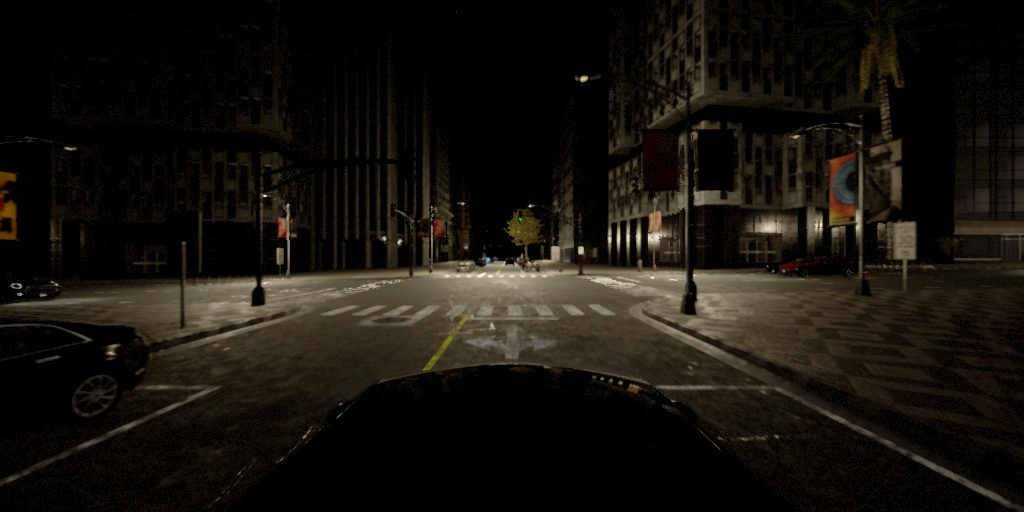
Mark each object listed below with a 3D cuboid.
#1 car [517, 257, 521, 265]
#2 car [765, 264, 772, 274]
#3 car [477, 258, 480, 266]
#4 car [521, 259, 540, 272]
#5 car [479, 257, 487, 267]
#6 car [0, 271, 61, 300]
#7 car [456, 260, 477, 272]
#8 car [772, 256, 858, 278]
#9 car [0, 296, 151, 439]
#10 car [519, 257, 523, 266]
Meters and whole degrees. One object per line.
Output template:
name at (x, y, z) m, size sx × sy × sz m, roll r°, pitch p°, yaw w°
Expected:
car at (2.426, 1.337, 61.610) m, size 2.007 × 1.370 × 4.403 m, roll 0°, pitch 0°, yaw -1°
car at (23.963, 0.904, 29.913) m, size 4.718 × 1.301 × 1.895 m, roll -1°, pitch 0°, yaw 0°
car at (-5.997, 1.327, 50.196) m, size 2.007 × 1.370 × 4.403 m, roll 0°, pitch 0°, yaw -1°
car at (2.573, 1.324, 45.277) m, size 2.007 × 1.370 × 4.403 m, roll 0°, pitch 0°, yaw -1°
car at (-6.128, 1.355, 64.767) m, size 1.948 × 1.339 × 4.313 m, roll 0°, pitch 0°, yaw -1°
car at (-27.975, 1.605, 19.669) m, size 4.553 × 1.767 × 2.097 m, roll -1°, pitch 0°, yaw 0°
car at (-5.952, 1.323, 45.204) m, size 2.007 × 1.370 × 4.403 m, roll 0°, pitch 0°, yaw -1°
car at (22.690, 0.807, 26.656) m, size 5.008 × 1.535 × 1.882 m, roll -1°, pitch 0°, yaw 0°
car at (-5.762, 1.301, 3.021) m, size 2.007 × 1.370 × 4.403 m, roll 0°, pitch 0°, yaw 0°
car at (2.475, 1.327, 56.166) m, size 1.888 × 1.381 × 4.507 m, roll 0°, pitch 0°, yaw -1°
